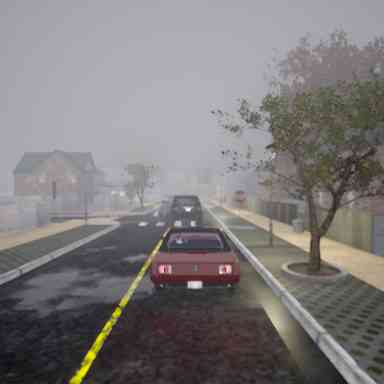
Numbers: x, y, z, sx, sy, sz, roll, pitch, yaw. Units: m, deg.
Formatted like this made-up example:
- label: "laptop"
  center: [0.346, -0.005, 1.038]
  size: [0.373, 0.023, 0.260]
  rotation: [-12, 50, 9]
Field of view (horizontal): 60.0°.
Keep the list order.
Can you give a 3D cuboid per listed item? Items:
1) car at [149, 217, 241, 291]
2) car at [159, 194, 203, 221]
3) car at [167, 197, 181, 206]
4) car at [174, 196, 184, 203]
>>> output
- label: "car"
  center: [0.078, 1.579, 8.928]
  size: [1.895, 1.301, 4.718]
  rotation: [0, 0, 0]
- label: "car"
  center: [-0.824, 1.175, 23.003]
  size: [2.150, 2.045, 5.566]
  rotation: [1, 0, -13]
- label: "car"
  center: [-2.836, 1.486, 54.222]
  size: [2.033, 1.411, 5.357]
  rotation: [0, 0, 0]
- label: "car"
  center: [-2.769, 1.540, 70.278]
  size: [1.895, 1.301, 4.718]
  rotation: [0, 0, 0]
